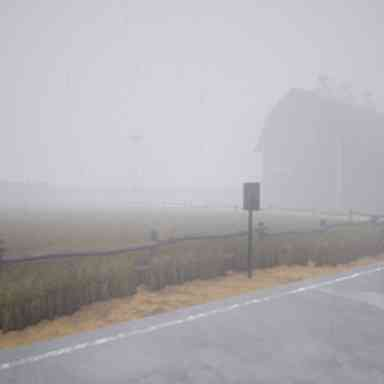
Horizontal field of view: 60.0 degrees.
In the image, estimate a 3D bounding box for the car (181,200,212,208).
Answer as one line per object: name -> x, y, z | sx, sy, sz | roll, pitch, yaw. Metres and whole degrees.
car -> 0.464, 1.751, 40.575 | 1.812, 1.442, 4.674 | 1, -1, -39
